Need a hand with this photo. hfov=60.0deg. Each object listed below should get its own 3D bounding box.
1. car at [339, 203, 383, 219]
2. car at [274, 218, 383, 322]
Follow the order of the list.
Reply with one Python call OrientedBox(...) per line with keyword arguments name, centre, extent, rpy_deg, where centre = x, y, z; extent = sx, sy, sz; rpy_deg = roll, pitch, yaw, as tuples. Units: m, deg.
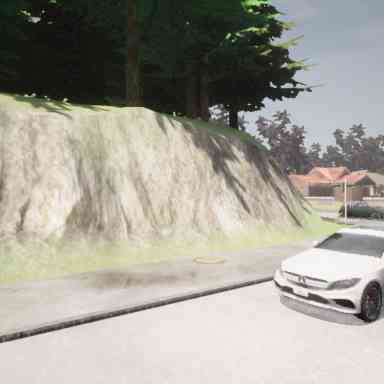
OrientedBox(name="car", centre=(14.264, 1.563, 27.213), extent=(1.994, 1.385, 4.181), rpy_deg=(0, 0, -36))
OrientedBox(name="car", centre=(3.859, 1.526, 7.338), extent=(4.674, 1.442, 1.812), rpy_deg=(0, 0, -35))
